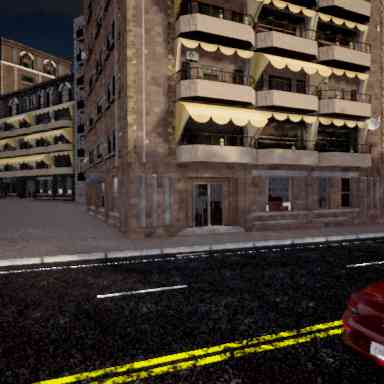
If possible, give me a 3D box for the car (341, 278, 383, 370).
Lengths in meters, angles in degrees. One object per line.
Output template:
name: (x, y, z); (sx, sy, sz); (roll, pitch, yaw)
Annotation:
car: (4.127, 1.529, 4.420); (4.674, 1.442, 1.812); (0, 0, -23)
